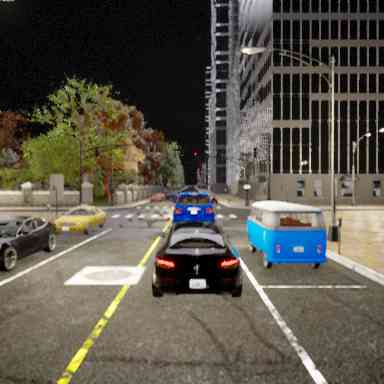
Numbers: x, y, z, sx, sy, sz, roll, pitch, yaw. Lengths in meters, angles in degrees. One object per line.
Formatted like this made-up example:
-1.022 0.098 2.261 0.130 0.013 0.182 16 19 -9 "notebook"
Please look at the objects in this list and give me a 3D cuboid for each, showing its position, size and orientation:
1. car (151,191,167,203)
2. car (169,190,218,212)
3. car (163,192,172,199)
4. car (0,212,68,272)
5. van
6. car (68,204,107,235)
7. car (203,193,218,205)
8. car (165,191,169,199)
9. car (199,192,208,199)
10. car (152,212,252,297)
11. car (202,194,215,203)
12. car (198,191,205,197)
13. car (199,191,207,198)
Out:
-5.697 0.992 54.281 1.887 1.381 4.507 0 1 0 "car"
0.098 1.033 18.553 2.150 2.045 5.566 0 1 0 "car"
-5.701 0.793 77.011 1.802 1.307 4.206 0 1 0 "car"
-5.770 1.460 10.479 1.947 1.339 4.313 0 1 0 "car"
2.773 1.235 10.479 1.690 1.788 3.998 0 1 0 "van"
-5.820 1.345 17.712 1.752 1.417 4.829 0 1 0 "car"
2.685 0.945 48.604 1.967 1.590 4.097 0 1 0 "car"
-5.698 0.940 59.964 2.008 1.369 4.403 0 1 0 "car"
2.680 0.777 77.009 1.947 1.339 4.313 0 1 0 "car"
0.102 1.443 8.206 1.812 1.442 4.674 0 1 0 "car"
2.684 1.013 54.285 1.947 1.339 4.313 0 1 0 "car"
2.678 0.542 94.224 1.752 1.417 4.829 0 1 0 "car"
2.680 0.589 82.688 1.967 1.590 4.097 0 1 0 "car"
